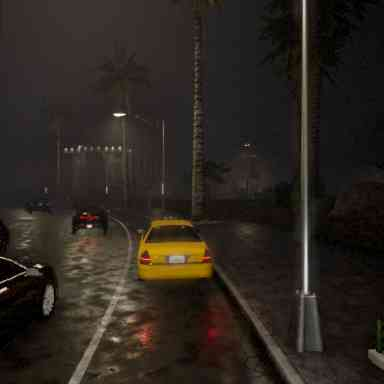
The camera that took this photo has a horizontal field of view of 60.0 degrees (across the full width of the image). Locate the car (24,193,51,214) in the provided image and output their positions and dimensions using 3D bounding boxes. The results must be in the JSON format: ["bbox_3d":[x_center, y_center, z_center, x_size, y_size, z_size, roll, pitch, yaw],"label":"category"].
[{"bbox_3d":[-16.609,1.338,35.581,2.097,1.767,4.553,0,0,-33],"label":"car"}]

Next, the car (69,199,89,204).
[{"bbox_3d":[-10.982,1.468,32.970,1.882,1.535,5.008,0,0,-27],"label":"car"}]

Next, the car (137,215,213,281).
[{"bbox_3d":[-0.649,1.456,9.853,1.801,1.575,5.366,0,0,-7],"label":"car"}]

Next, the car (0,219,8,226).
[{"bbox_3d":[-7.248,1.216,9.388,2.150,2.045,5.566,0,0,-7],"label":"car"}]

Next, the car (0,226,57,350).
[{"bbox_3d":[-3.342,1.504,4.285,1.837,1.490,4.892,0,1,-3],"label":"car"}]

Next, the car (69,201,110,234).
[{"bbox_3d":[-5.912,1.500,19.507,1.837,1.490,4.892,0,0,-14],"label":"car"}]
